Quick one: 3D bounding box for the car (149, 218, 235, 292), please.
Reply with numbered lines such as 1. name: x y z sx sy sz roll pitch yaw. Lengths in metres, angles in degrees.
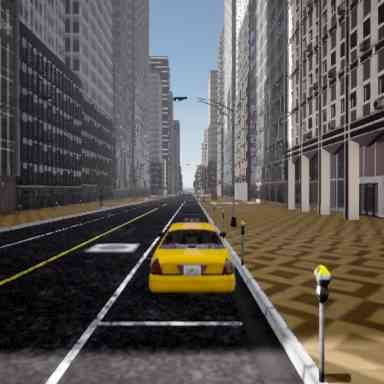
1. car: 0.004 1.446 8.841 1.801 1.575 5.366 0 0 0
